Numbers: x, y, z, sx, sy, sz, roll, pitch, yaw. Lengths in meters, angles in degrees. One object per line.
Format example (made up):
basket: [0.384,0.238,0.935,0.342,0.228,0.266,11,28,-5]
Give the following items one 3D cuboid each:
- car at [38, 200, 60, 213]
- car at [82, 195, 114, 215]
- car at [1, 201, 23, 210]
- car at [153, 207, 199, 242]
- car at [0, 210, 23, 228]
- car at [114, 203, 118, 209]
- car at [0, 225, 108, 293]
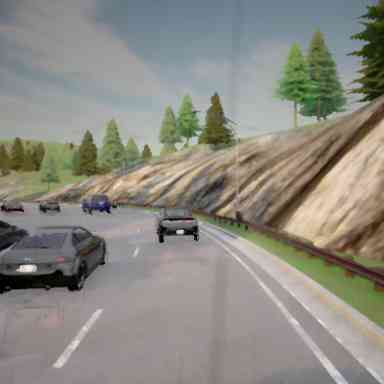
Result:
car: [-17.219,1.658,40.007,2.128,1.511,4.902,0,0,-32]
car: [-10.483,1.322,36.235,2.150,2.045,5.566,0,0,-27]
car: [-22.646,1.783,41.861,1.994,1.385,4.181,0,0,-37]
car: [-0.866,1.499,16.581,2.128,1.511,4.902,0,0,-9]
car: [-7.263,1.596,11.425,1.812,1.442,4.674,0,0,-5]
car: [-12.006,1.716,45.845,1.895,1.301,4.718,0,0,-34]
car: [-3.607,1.599,9.071,1.994,1.385,4.181,0,0,-3]
